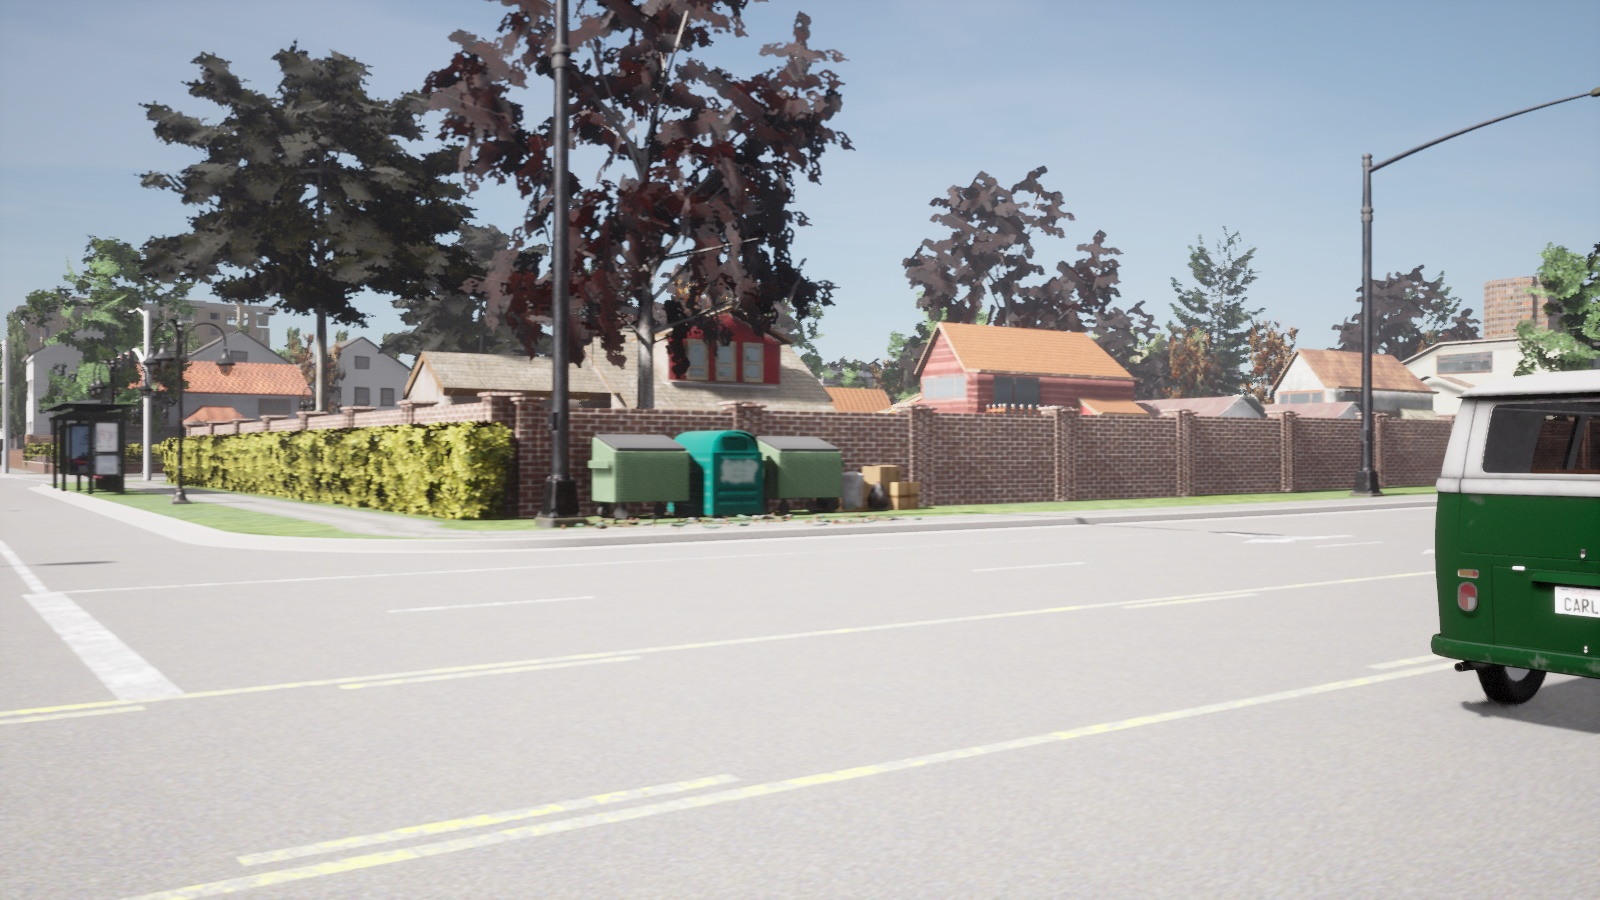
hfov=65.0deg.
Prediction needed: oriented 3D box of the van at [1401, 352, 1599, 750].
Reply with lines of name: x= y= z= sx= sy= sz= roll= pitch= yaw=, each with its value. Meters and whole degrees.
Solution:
van: x=5.741 y=0.504 z=7.657 sx=4.442 sy=1.987 sz=1.775 roll=0 pitch=0 yaw=-35
